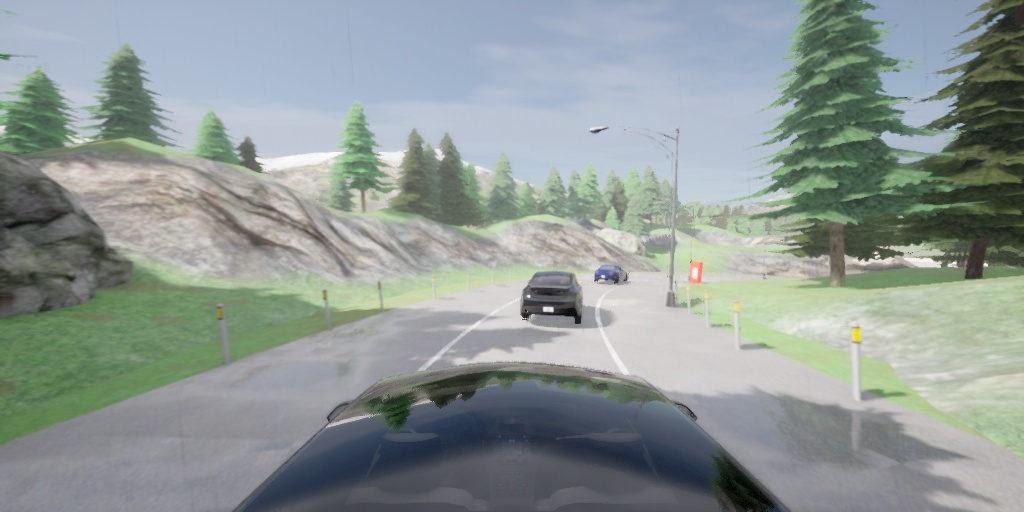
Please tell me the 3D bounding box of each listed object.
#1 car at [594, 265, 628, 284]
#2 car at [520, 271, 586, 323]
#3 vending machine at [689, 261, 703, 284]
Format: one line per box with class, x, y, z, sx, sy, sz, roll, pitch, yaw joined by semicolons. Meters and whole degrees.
car;8.068;1.411;29.083;1.812;1.442;4.674;3;1;30
car;1.513;1.261;12.395;1.837;1.490;4.892;1;0;12
vending machine;17.319;1.515;33.958;1.100;2.100;0.880;0;0;41
